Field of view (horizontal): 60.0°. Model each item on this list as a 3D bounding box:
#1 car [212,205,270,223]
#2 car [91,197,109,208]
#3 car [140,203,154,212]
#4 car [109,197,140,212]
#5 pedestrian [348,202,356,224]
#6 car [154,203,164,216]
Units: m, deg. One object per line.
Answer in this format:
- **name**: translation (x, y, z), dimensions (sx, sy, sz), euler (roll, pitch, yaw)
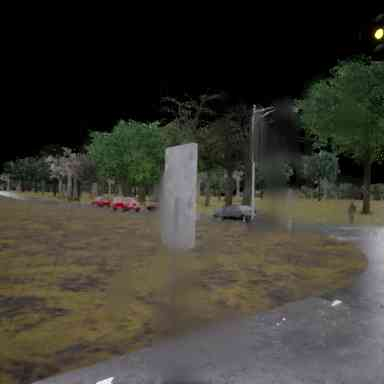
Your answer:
- **car**: translation (3.976, 1.791, 27.846), dimensions (2.033, 1.411, 5.357), euler (3, -2, -36)
- **car**: translation (-17.682, 1.950, 64.296), dimensions (2.150, 2.045, 5.566), euler (3, -3, -36)
- **car**: translation (-4.943, 2.192, 46.570), dimensions (1.895, 1.301, 4.718), euler (3, -2, -36)
- **car**: translation (-9.122, 1.695, 46.105), dimensions (2.150, 2.045, 5.566), euler (3, -2, -35)
- **pedestrian**: translation (13.367, 1.715, 27.817), dimensions (0.375, 1.860, 0.375), euler (2, -1, -36)
- **car**: translation (-1.834, 1.926, 35.903), dimensions (1.994, 1.385, 4.181), euler (3, -2, -37)
